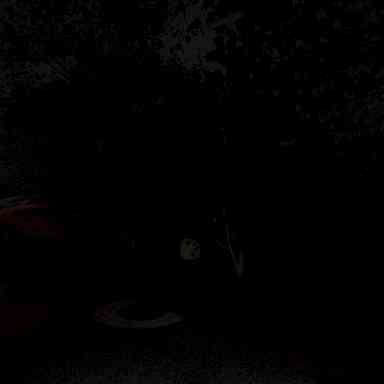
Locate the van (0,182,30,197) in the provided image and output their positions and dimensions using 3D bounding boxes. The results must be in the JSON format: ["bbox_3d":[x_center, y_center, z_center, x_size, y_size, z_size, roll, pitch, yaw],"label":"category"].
[{"bbox_3d":[-26.256,-0.369,48.586,4.442,1.987,1.878,1,1,-30],"label":"van"}]

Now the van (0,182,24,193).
[{"bbox_3d":[-34.425,-0.900,63.197,4.442,1.987,1.878,1,1,-30],"label":"van"}]

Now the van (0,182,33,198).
[{"bbox_3d":[-24.669,-0.276,46.305,4.442,1.987,1.878,1,1,-30],"label":"van"}]

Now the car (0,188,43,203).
[{"bbox_3d":[-19.281,0.348,36.792,4.792,1.488,2.163,1,2,-30],"label":"car"}]

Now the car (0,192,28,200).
[{"bbox_3d":[-8.202,1.086,17.614,4.553,1.767,2.185,1,2,-30],"label":"car"}]

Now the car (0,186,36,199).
[{"bbox_3d":[-23.388,0.036,43.856,5.008,1.535,2.097,1,1,-30],"label":"car"}]

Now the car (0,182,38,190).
[{"bbox_3d":[-15.058,0.402,29.486,5.566,2.045,2.435,1,2,-30],"label":"car"}]

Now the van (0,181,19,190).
[{"bbox_3d":[-42.940,-1.436,77.472,4.442,1.987,1.878,1,1,-30],"label":"van"}]

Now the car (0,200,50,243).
[{"bbox_3d":[-6.853,1.323,15.201,5.008,1.535,2.097,1,2,-30],"label":"car"}]

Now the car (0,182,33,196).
[{"bbox_3d":[-27.563,-0.481,51.027,5.566,2.045,2.435,1,1,-30],"label":"car"}]

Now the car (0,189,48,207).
[{"bbox_3d":[-16.500,0.569,31.861,4.792,1.488,2.163,1,2,-30],"label":"car"}]

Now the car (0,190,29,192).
[{"bbox_3d":[-12.484,0.872,24.592,5.366,1.575,1.946,1,2,-30],"label":"car"}]

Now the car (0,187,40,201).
[{"bbox_3d":[-20.600,0.252,39.076,4.792,1.488,2.163,1,1,-30],"label":"car"}]

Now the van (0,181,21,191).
[{"bbox_3d":[-39.964,-1.255,72.787,4.442,1.987,1.878,1,1,-30],"label":"van"}]

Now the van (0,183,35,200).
[{"bbox_3d":[-22.087,-0.099,41.384,4.442,1.987,1.878,1,1,-30],"label":"van"}]
